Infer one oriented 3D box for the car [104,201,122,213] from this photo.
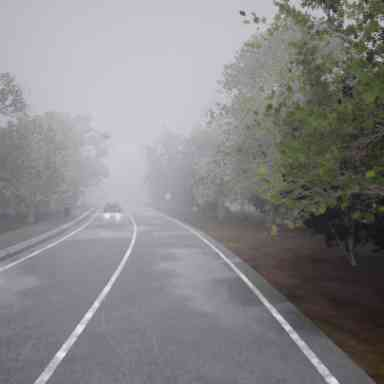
[{"bbox_3d":[-9.459,1.799,39.807,1.994,1.385,4.181,1,-1,-13],"label":"car"}]
